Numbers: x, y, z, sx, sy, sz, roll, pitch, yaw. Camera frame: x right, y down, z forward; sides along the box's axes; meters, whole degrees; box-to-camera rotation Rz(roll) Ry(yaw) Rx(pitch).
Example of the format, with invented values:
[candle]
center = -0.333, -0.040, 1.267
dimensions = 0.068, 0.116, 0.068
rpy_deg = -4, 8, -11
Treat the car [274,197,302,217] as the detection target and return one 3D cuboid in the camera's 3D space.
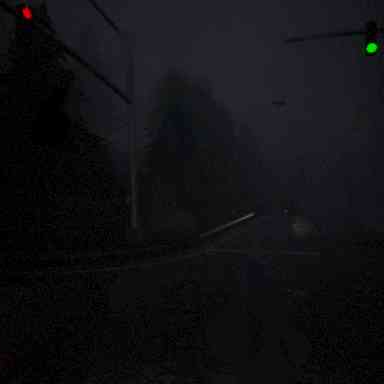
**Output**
[car]
center = 8.009, 1.172, 27.574
dimensions = 1.837, 1.490, 4.892
rpy_deg = -2, 1, 21
